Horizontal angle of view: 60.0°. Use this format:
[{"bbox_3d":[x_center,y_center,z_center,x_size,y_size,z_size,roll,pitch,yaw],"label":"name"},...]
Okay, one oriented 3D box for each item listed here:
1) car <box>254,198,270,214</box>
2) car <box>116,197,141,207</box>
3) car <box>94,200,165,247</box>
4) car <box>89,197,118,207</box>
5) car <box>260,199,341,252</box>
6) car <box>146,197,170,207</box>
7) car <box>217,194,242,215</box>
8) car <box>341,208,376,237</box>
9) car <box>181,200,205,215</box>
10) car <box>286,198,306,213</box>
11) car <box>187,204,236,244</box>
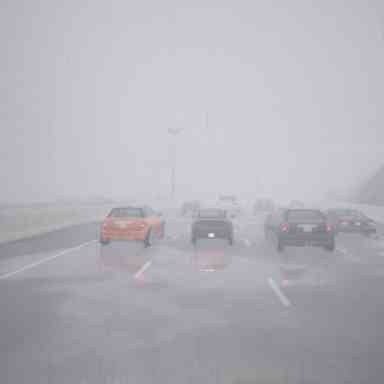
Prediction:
[{"bbox_3d":[7.813,1.414,35.924,2.097,1.767,4.553,0,0,12],"label":"car"},{"bbox_3d":[-9.878,1.565,52.061,1.812,1.442,4.674,0,0,17],"label":"car"},{"bbox_3d":[-2.558,1.364,15.339,2.097,1.767,4.553,0,0,5],"label":"car"},{"bbox_3d":[-13.623,1.521,51.704,2.128,1.511,4.902,0,0,16],"label":"car"},{"bbox_3d":[4.367,1.380,14.197,2.097,1.767,4.553,0,0,5],"label":"car"},{"bbox_3d":[-5.445,1.544,54.606,2.128,1.511,4.902,0,0,18],"label":"car"},{"bbox_3d":[3.883,1.272,34.514,2.150,2.045,5.566,0,0,12],"label":"car"},{"bbox_3d":[8.294,1.590,18.502,2.033,1.411,5.357,0,0,7],"label":"car"},{"bbox_3d":[0.193,1.546,33.818,1.837,1.490,4.892,0,0,11],"label":"car"},{"bbox_3d":[12.122,1.554,38.970,1.882,1.535,5.008,0,0,14],"label":"car"},{"bbox_3d":[1.032,1.527,16.124,1.837,1.490,4.892,0,0,6],"label":"car"}]
